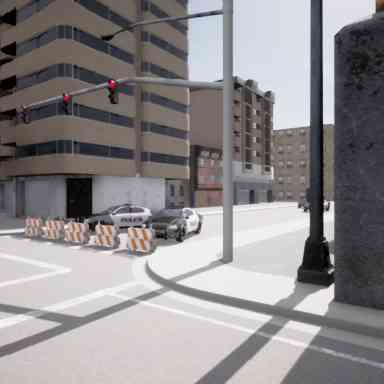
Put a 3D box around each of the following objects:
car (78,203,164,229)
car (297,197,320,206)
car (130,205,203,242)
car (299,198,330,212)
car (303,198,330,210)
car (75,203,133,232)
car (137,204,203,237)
[{"bbox_3d":[-4.060,1.295,19.242,4.536,1.218,1.853,0,0,-29],"label":"car"},{"bbox_3d":[16.606,1.295,47.262,1.853,1.218,4.536,0,0,36],"label":"car"},{"bbox_3d":[-0.914,1.453,16.530,2.038,1.542,4.974,0,0,16],"label":"car"},{"bbox_3d":[14.365,1.453,38.303,2.038,1.542,4.974,0,0,36],"label":"car"},{"bbox_3d":[14.395,1.295,38.345,1.853,1.218,4.536,0,0,36],"label":"car"},{"bbox_3d":[-4.106,1.452,19.216,4.974,1.542,2.038,0,0,-29],"label":"car"},{"bbox_3d":[-0.900,1.295,16.580,1.853,1.218,4.536,0,0,16],"label":"car"}]
